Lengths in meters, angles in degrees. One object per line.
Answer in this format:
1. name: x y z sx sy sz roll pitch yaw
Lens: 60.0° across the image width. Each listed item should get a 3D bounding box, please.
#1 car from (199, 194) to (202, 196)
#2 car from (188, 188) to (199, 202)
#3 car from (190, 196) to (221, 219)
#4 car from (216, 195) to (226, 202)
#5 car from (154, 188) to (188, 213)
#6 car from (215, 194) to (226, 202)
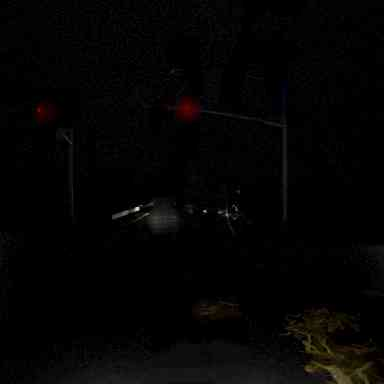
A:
1. car: 0.919 1.039 56.286 2.033 1.411 5.357 0 -2 8
2. car: -0.795 0.509 43.218 2.150 2.045 5.566 0 0 7
3. car: 1.157 1.342 27.418 1.994 1.385 4.181 0 3 5
4. car: 5.993 1.355 68.381 1.882 1.535 5.008 0 -1 6
5. car: -2.055 0.810 31.541 2.150 2.045 5.566 0 3 6
6. car: 4.772 1.105 58.287 1.812 1.442 4.674 0 -2 7
